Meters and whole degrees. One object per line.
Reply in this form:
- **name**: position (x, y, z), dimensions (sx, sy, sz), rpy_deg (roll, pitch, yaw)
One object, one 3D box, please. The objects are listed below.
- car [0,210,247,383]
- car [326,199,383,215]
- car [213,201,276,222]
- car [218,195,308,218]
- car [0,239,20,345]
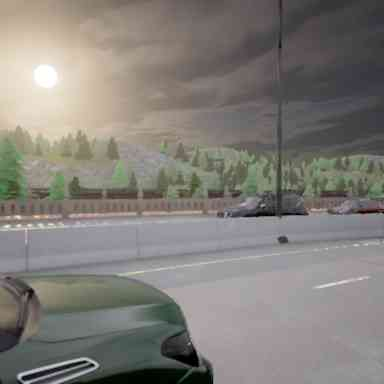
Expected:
- **car**: position (-2.469, 1.205, 1.899), dimensions (5.566, 2.045, 2.150), rpy_deg (0, 0, -36)
- **car**: position (12.829, 1.339, 26.160), dimensions (4.553, 1.767, 2.097), rpy_deg (0, 0, -22)
- **car**: position (4.172, 1.470, 26.149), dimensions (4.674, 1.442, 1.812), rpy_deg (0, 0, -25)
- **car**: position (3.840, 1.181, 18.237), dimensions (5.566, 2.045, 2.150), rpy_deg (0, 0, -27)
- **car**: position (-5.045, 1.567, 4.359), dimensions (4.718, 1.301, 1.895), rpy_deg (0, 0, -36)
